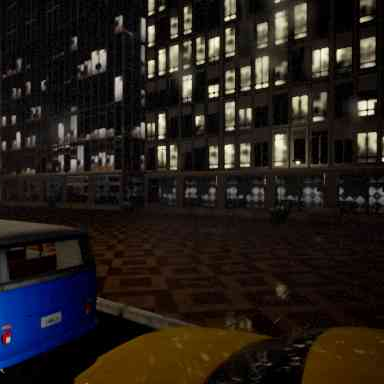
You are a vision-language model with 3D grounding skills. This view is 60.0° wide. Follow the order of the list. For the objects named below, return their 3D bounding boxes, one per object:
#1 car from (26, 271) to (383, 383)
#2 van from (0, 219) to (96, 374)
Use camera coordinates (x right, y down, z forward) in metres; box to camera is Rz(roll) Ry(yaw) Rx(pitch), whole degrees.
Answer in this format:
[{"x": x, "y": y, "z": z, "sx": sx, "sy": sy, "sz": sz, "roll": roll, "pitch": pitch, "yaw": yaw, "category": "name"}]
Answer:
[{"x": 1.123, "y": 1.525, "z": 2.066, "sx": 4.829, "sy": 1.417, "sz": 1.752, "roll": 0, "pitch": 0, "yaw": 35, "category": "car"}, {"x": -3.238, "y": 1.339, "z": 5.175, "sx": 3.998, "sy": 1.788, "sz": 1.690, "roll": 0, "pitch": 0, "yaw": 35, "category": "van"}]
